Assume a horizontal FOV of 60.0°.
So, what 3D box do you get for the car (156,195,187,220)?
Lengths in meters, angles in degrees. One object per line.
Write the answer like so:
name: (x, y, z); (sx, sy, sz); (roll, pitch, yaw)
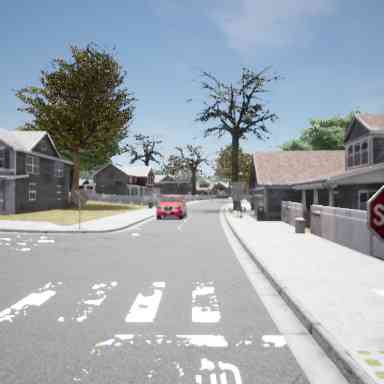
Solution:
car: (-1.690, 1.265, 28.945); (2.150, 2.045, 5.566); (0, 0, 4)
